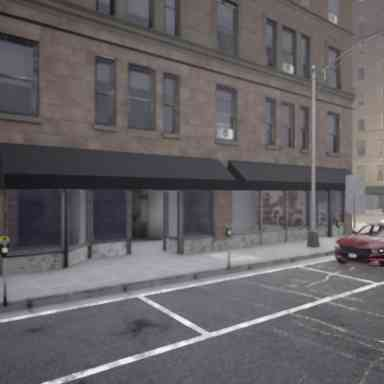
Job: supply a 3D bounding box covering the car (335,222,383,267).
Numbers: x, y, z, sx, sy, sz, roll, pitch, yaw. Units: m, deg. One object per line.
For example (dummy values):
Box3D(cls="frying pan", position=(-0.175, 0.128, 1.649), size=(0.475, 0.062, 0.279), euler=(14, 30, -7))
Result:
Box3D(cls="car", position=(6.644, 1.686, 11.271), size=(4.507, 1.381, 1.887), euler=(1, -1, -35))
